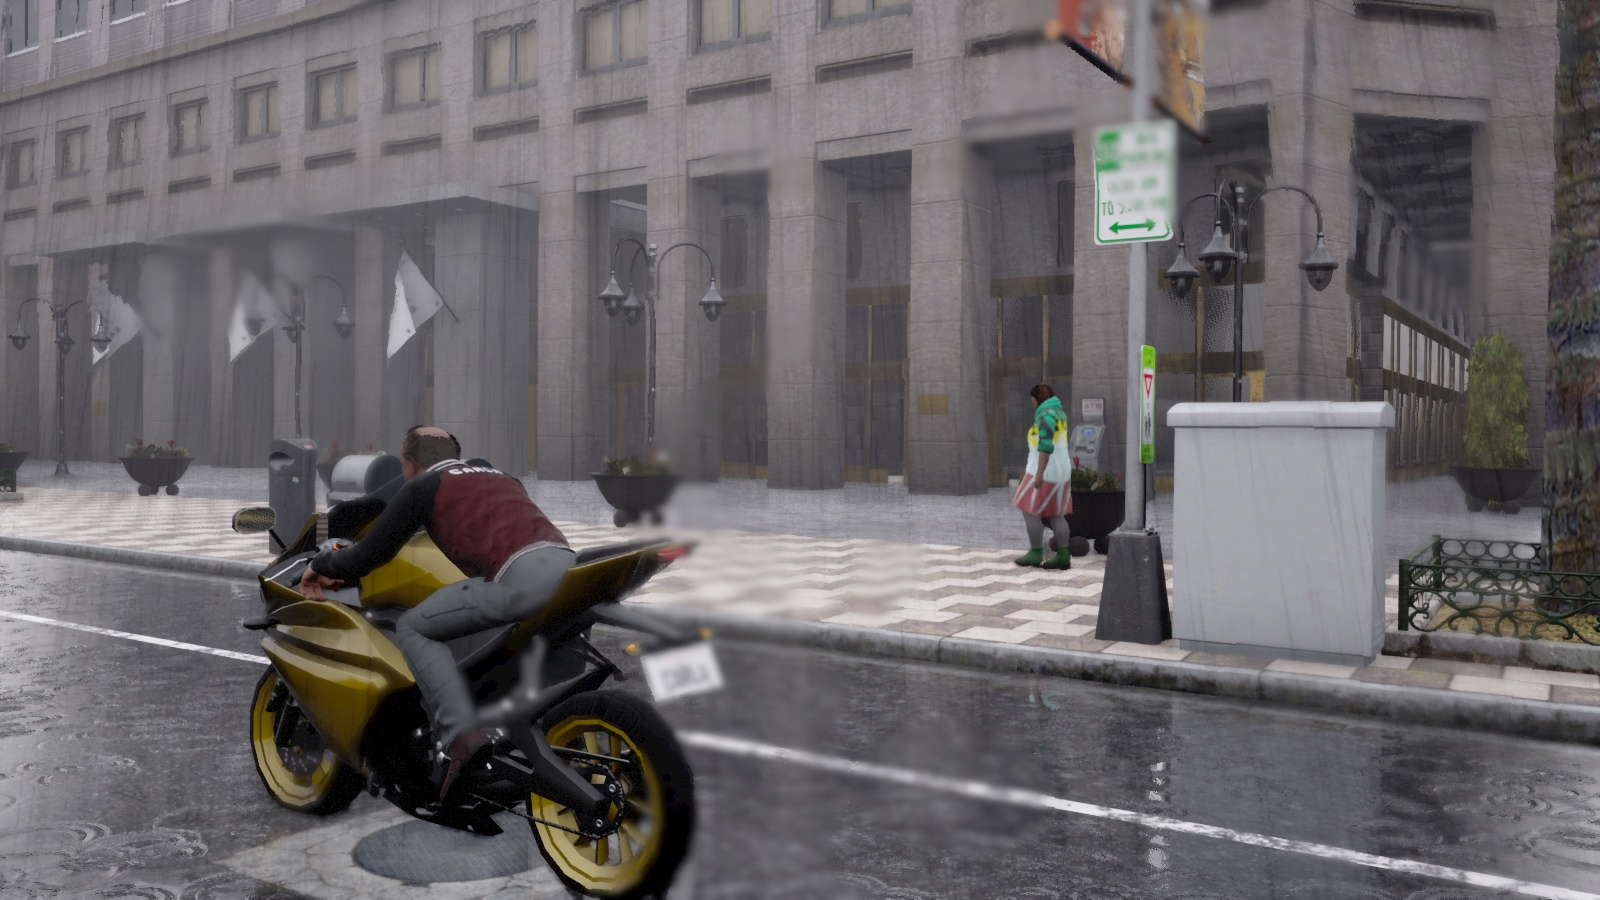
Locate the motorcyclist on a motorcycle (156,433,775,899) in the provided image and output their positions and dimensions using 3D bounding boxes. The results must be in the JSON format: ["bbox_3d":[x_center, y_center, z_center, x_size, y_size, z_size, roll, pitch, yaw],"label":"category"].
[{"bbox_3d":[-1.241,0.717,4.448,2.191,1.530,0.866,0,1,34],"label":"motorcyclist on a motorcycle"}]

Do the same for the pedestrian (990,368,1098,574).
[{"bbox_3d":[2.417,0.196,12.430,0.873,1.952,0.659,0,1,29],"label":"pedestrian"}]
